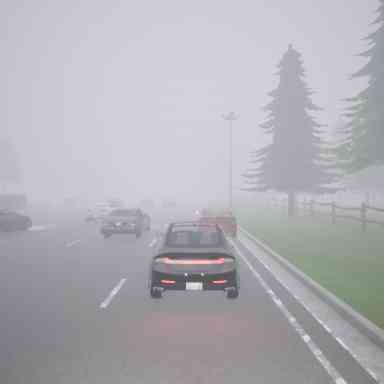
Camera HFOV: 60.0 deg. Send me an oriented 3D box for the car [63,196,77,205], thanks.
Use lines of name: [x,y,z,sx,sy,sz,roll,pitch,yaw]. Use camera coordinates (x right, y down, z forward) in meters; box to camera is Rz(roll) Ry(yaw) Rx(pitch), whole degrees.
car: [-21.803,1.464,59.232,1.882,1.535,5.008,0,0,-28]

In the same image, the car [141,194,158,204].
car: [-6.856,1.481,52.313,2.128,1.511,4.902,0,0,0]

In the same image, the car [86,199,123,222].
car: [-6.892,1.520,26.047,1.812,1.442,4.674,0,0,0]

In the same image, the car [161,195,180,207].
car: [-3.357,1.553,50.241,1.994,1.385,4.181,0,0,0]

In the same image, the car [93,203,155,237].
car: [-3.385,1.543,17.781,2.033,1.411,5.357,0,0,0]

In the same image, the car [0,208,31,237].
car: [-10.383,1.560,17.797,1.994,1.385,4.181,0,0,0]

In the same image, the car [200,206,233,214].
car: [1.240,1.474,17.780,1.882,1.535,5.008,0,0,0]

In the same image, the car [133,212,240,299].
car: [0.059,1.490,8.439,2.128,1.511,4.902,0,0,0]
